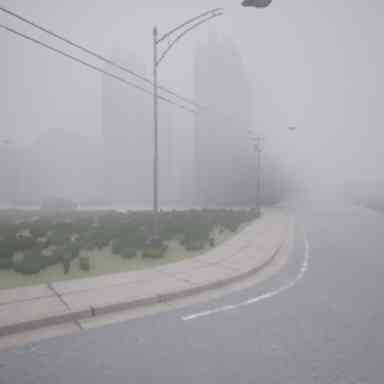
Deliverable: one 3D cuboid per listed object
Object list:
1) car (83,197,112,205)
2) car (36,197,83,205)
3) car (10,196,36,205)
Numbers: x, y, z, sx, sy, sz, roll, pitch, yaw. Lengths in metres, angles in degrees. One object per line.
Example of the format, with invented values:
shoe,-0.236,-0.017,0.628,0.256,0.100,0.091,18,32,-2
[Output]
car,-13.611,1.384,46.957,4.674,1.442,1.812,0,0,16
car,-15.616,1.379,39.411,2.242,1.667,4.611,0,0,17
car,-25.303,1.399,50.453,4.674,1.442,1.812,0,0,17
